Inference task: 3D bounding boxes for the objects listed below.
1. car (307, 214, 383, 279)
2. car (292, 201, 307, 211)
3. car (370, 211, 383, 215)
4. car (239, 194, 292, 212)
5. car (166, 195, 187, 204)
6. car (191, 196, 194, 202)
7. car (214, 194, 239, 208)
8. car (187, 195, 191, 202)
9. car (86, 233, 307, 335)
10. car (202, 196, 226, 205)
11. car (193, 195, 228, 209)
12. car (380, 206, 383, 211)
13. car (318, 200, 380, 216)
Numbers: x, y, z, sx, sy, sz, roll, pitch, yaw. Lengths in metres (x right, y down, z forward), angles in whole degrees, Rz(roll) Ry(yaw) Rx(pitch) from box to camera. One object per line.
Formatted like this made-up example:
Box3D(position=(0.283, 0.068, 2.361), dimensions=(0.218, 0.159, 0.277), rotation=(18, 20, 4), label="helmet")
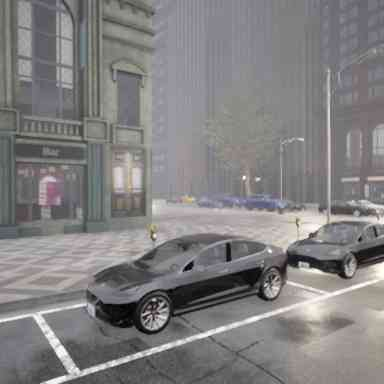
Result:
Box3D(position=(4.709, 1.558, 9.998), dimensions=(4.313, 1.339, 1.947), rotation=(0, 0, -35), label="car")
Box3D(position=(11.505, 1.600, 41.328), dimensions=(2.033, 1.411, 5.357), rotation=(0, 0, -35), label="car")
Box3D(position=(9.301, 1.539, 13.267), dimensions=(4.403, 1.369, 2.008), rotation=(0, 0, -35), label="car")
Box3D(position=(8.665, 1.294, 39.707), dimensions=(2.150, 2.045, 5.566), rotation=(0, 0, -36), label="car")
Box3D(position=(-3.639, 1.649, 68.259), dimensions=(1.812, 1.442, 4.674), rotation=(0, 0, -36), label="car")
Box3D(position=(2.472, 1.569, 59.774), dimensions=(1.882, 1.535, 5.008), rotation=(0, 0, -35), label="car")
Box3D(position=(5.340, 1.303, 49.965), dimensions=(2.150, 2.045, 5.566), rotation=(0, 0, -35), label="car")
Box3D(position=(-1.239, 1.434, 70.488), dimensions=(1.882, 1.535, 5.008), rotation=(0, 0, -36), label="car")
Box3D(position=(0.118, 1.562, 6.729), dimensions=(4.313, 1.339, 1.947), rotation=(0, 0, -35), label="car")
Box3D(position=(4.122, 1.556, 63.040), dimensions=(1.882, 1.535, 5.008), rotation=(0, 0, -35), label="car")
Box3D(position=(2.663, 1.627, 48.114), dimensions=(1.812, 1.442, 4.674), rotation=(0, 0, -35), label="car")
Box3D(position=(17.145, 1.552, 33.434), dimensions=(1.812, 1.442, 4.674), rotation=(0, 0, -33), label="car")
Box3D(position=(14.500, 1.522, 31.541), dimensions=(1.882, 1.535, 5.008), rotation=(0, 0, -37), label="car")
